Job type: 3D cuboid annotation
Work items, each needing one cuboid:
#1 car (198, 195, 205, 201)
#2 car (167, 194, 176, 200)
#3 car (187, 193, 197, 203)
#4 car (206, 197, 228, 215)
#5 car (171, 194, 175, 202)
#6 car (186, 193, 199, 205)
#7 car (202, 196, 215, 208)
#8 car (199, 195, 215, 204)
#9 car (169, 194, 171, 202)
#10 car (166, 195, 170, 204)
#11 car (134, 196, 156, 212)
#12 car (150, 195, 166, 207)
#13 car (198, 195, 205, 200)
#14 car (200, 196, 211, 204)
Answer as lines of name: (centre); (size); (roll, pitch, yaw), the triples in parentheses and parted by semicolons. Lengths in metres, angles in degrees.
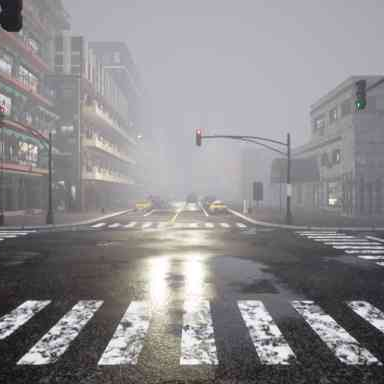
car: (2.650, 1.632, 89.471); (1.752, 1.417, 4.829); (0, 0, 0)
car: (-5.732, 1.434, 94.836); (2.192, 1.841, 5.009); (0, 0, 0)
car: (-0.032, 1.182, 70.747); (2.150, 2.045, 5.566); (0, 0, 0)
car: (2.677, 1.544, 34.079); (1.752, 1.417, 4.829); (0, 0, 0)
car: (-5.725, 1.627, 78.218); (1.887, 1.381, 4.507); (0, 0, 0)
car: (-0.028, 1.403, 60.684); (2.097, 1.767, 4.553); (0, 0, 0)
car: (2.671, 1.611, 44.987); (1.802, 1.307, 4.206); (0, 0, 0)
car: (2.670, 1.351, 50.526); (2.192, 1.841, 5.009); (0, 0, 0)
car: (-5.719, 1.587, 66.969); (1.752, 1.417, 4.829); (0, 0, 0)
car: (-5.717, 1.603, 61.600); (2.008, 1.369, 4.403); (0, 0, 0)
car: (-5.706, 1.549, 39.273); (1.752, 1.417, 4.829); (0, 0, 0)
car: (-5.711, 1.351, 50.522); (2.192, 1.841, 5.009); (0, 0, 0)
car: (2.648, 1.670, 94.840); (2.008, 1.369, 4.403); (0, 0, 0)
car: (2.661, 1.612, 67.144); (2.008, 1.369, 4.403); (0, 0, 0)
